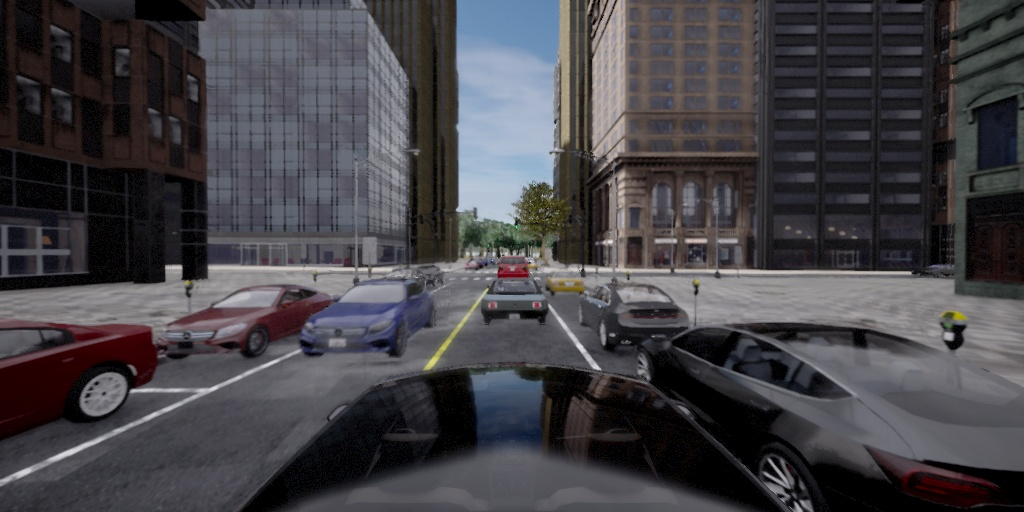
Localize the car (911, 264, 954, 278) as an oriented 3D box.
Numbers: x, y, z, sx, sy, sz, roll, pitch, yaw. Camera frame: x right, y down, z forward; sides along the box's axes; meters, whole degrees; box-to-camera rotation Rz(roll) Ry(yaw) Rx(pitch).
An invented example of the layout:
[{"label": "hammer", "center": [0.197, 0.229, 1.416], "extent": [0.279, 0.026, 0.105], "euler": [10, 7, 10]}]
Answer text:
[{"label": "car", "center": [47.312, 1.610, 39.327], "extent": [5.357, 1.411, 2.033], "euler": [0, 1, 0]}]

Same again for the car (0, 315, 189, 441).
[{"label": "car", "center": [-5.763, 1.297, 3.050], "extent": [1.888, 1.381, 4.507], "euler": [0, 0, 0]}]

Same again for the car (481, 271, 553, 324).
[{"label": "car", "center": [0.084, 1.365, 11.957], "extent": [1.895, 1.301, 4.718], "euler": [0, 0, 0]}]

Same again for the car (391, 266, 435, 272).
[{"label": "car", "center": [-5.752, 1.322, 19.184], "extent": [2.007, 1.370, 4.403], "euler": [0, 0, 0]}]

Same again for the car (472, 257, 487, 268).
[{"label": "car", "center": [-5.727, 1.082, 57.215], "extent": [2.192, 1.841, 5.009], "euler": [0, 0, 0]}]

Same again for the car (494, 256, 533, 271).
[{"label": "car", "center": [0.223, 0.996, 26.502], "extent": [2.150, 2.045, 5.566], "euler": [0, 0, 4]}]

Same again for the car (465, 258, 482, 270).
[{"label": "car", "center": [-5.730, 1.354, 51.534], "extent": [1.802, 1.307, 4.207], "euler": [0, 0, 0]}]

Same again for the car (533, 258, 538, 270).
[{"label": "car", "center": [2.795, 1.297, 51.708], "extent": [1.751, 1.417, 4.829], "euler": [0, 0, 0]}]

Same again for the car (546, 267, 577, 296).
[{"label": "car", "center": [2.774, 1.297, 19.523], "extent": [1.751, 1.417, 4.829], "euler": [0, 0, 0]}]

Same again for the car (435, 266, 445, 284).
[{"label": "car", "center": [-5.749, 1.340, 24.563], "extent": [1.948, 1.339, 4.313], "euler": [0, 0, 0]}]

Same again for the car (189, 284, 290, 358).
[{"label": "car", "center": [-5.759, 1.342, 8.428], "extent": [1.802, 1.307, 4.207], "euler": [0, 0, 0]}]

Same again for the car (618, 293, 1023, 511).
[{"label": "car", "center": [2.763, 1.319, 3.745], "extent": [1.948, 1.339, 4.313], "euler": [0, 0, 0]}]

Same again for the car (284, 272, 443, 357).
[{"label": "car", "center": [-3.093, 1.286, 8.689], "extent": [1.812, 1.442, 4.674], "euler": [0, 0, 0]}]

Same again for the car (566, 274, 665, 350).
[{"label": "car", "center": [2.766, 1.311, 8.947], "extent": [2.007, 1.370, 4.403], "euler": [0, 0, 0]}]
